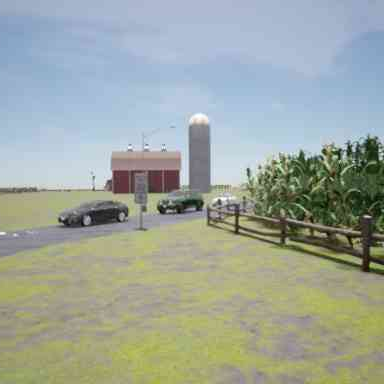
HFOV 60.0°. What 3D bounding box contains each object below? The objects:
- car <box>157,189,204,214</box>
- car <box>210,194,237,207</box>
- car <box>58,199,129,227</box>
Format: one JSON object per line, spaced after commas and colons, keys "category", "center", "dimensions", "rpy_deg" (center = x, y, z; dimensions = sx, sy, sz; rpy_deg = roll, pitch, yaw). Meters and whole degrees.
{"category": "car", "center": [-0.906, 0.793, 29.658], "dimensions": [2.150, 2.045, 5.566], "rpy_deg": [-1, 1, 29]}
{"category": "car", "center": [3.794, 0.921, 38.675], "dimensions": [1.812, 1.442, 4.674], "rpy_deg": [-1, 1, 26]}
{"category": "car", "center": [-6.056, 1.251, 20.937], "dimensions": [1.837, 1.490, 4.892], "rpy_deg": [-1, 1, 32]}
